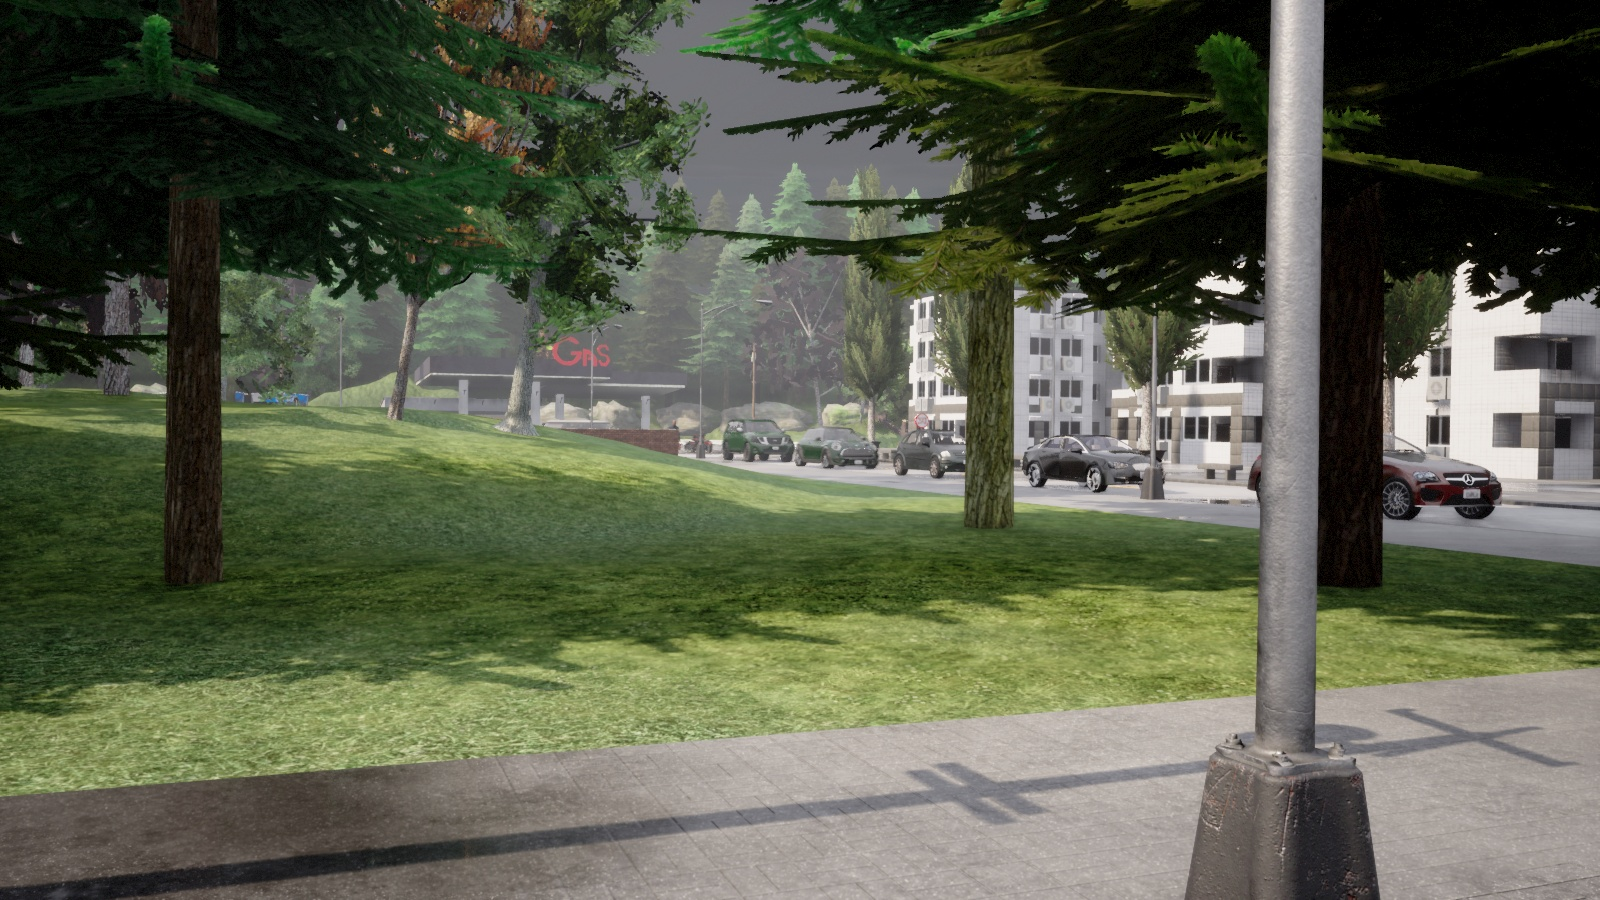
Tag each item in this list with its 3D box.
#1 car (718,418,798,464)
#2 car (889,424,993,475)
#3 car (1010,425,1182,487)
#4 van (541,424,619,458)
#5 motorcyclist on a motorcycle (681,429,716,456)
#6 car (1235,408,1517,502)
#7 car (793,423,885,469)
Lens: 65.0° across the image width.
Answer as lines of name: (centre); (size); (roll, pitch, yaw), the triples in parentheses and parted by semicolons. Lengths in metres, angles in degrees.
car: (-2.082, -0.436, 60.034); (2.150, 2.045, 5.566); (-1, 1, -20)
car: (4.682, -0.041, 42.217); (1.851, 1.617, 3.988); (-1, 1, -21)
car: (7.848, 0.118, 33.881); (2.128, 1.511, 4.902); (-1, 1, -21)
van: (-13.452, -0.553, 76.850); (4.442, 1.987, 1.775); (-1, 1, -1)
motorcyclist on a motorcycle: (-6.305, -0.451, 78.028); (2.350, 1.649, 0.766); (0, 2, 45)
car: (11.236, 0.049, 24.984); (2.152, 1.651, 5.027); (-1, 1, -21)
car: (1.499, -0.183, 50.596); (2.097, 1.767, 4.553); (-1, 1, -21)
